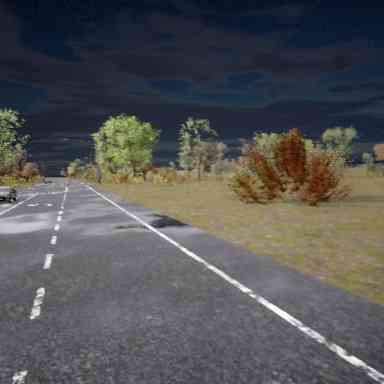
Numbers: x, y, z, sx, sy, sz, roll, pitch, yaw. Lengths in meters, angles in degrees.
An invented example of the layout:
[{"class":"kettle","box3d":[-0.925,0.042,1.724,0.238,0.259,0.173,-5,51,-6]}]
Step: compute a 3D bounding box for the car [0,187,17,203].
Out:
[{"class":"car","box3d":[-17.551,0.239,30.961,2.033,1.411,5.357,-4,4,-20]}]
